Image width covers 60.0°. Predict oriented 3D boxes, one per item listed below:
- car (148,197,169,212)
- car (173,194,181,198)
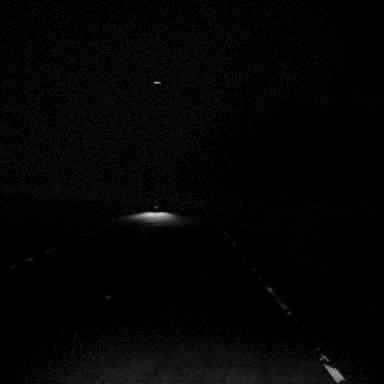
[{"bbox_3d":[-3.595,1.307,36.095,2.128,1.511,4.902,0,0,0],"label":"car"},{"bbox_3d":[-3.577,1.047,78.534,1.812,1.442,4.674,0,0,0],"label":"car"}]
